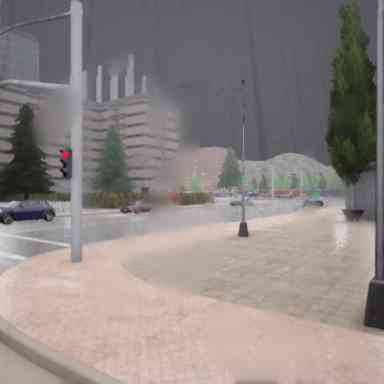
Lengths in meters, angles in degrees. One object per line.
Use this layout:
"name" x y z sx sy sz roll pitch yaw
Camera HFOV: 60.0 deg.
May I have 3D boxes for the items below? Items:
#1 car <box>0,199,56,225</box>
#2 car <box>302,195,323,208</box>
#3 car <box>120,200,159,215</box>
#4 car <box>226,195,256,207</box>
"car" -12.504 1.336 24.388 2.097 1.767 4.553 0 0 36
"car" 17.123 1.517 46.955 1.812 1.442 4.674 0 0 36
"car" -5.369 1.548 34.207 1.994 1.385 4.181 0 0 36
"car" 7.693 1.586 52.054 1.895 1.301 4.718 0 0 36
